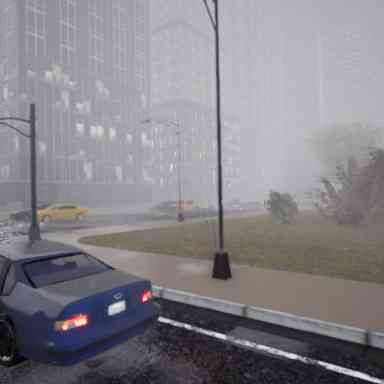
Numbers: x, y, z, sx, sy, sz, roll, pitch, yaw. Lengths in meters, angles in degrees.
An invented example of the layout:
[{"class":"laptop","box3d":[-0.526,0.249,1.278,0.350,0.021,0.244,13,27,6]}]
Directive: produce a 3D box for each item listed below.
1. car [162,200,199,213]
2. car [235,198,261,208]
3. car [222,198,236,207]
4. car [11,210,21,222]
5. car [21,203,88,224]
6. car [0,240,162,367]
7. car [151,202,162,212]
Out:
[{"class":"car","box3d":[-1.077,1.760,41.302,1.882,1.535,5.008,-2,-1,37]},{"class":"car","box3d":[9.570,1.947,55.256,1.895,1.301,4.718,-2,-1,37]},{"class":"car","box3d":[6.991,1.812,57.240,1.812,1.442,4.674,-2,-1,37]},{"class":"car","box3d":[-13.634,1.821,30.060,1.882,1.535,5.008,-2,-1,37]},{"class":"car","box3d":[-11.166,1.745,27.935,1.882,1.535,5.008,-2,-1,37]},{"class":"car","box3d":[-3.036,1.598,5.850,5.357,1.411,2.033,-1,0,35]},{"class":"car","box3d":[-3.358,1.884,43.672,1.812,1.442,4.674,-2,-1,37]}]
